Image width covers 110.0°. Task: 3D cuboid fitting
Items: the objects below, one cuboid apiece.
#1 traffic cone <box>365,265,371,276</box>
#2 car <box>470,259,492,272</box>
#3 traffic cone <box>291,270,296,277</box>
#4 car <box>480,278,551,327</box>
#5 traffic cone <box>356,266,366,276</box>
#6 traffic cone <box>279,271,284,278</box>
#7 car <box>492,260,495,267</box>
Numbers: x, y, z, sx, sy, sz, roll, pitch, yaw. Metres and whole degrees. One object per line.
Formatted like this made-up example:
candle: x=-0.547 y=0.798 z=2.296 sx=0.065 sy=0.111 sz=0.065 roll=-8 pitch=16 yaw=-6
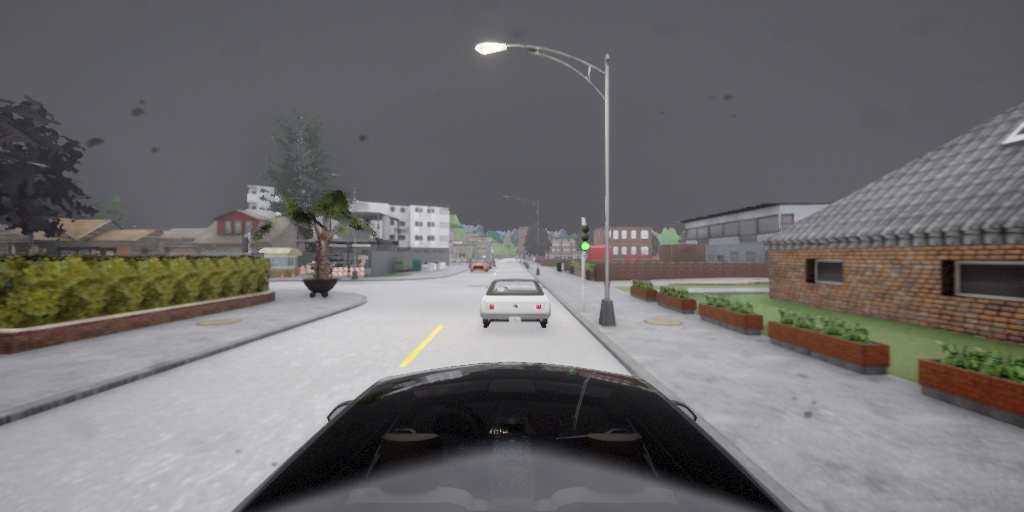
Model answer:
traffic cone: x=-15.371 y=1.563 z=37.895 sx=0.344 sy=0.586 sz=0.344 roll=0 pitch=0 yaw=0
car: x=-4.071 y=1.109 z=45.539 sx=2.097 sy=1.767 sz=4.553 roll=0 pitch=0 yaw=0
traffic cone: x=-19.781 y=1.573 z=32.444 sx=0.344 sy=0.586 sz=0.344 roll=0 pitch=0 yaw=0
car: x=0.093 y=1.352 z=11.507 sx=1.895 sy=1.301 sz=4.718 roll=0 pitch=0 yaw=0
traffic cone: x=-15.732 y=1.566 z=37.326 sx=0.344 sy=0.586 sz=0.344 roll=0 pitch=0 yaw=0
traffic cone: x=-20.302 y=1.602 z=31.724 sx=0.344 sy=0.586 sz=0.344 roll=0 pitch=0 yaw=0
car: x=-4.045 y=1.263 z=54.920 sx=1.837 sy=1.490 sz=4.892 roll=0 pitch=0 yaw=0
